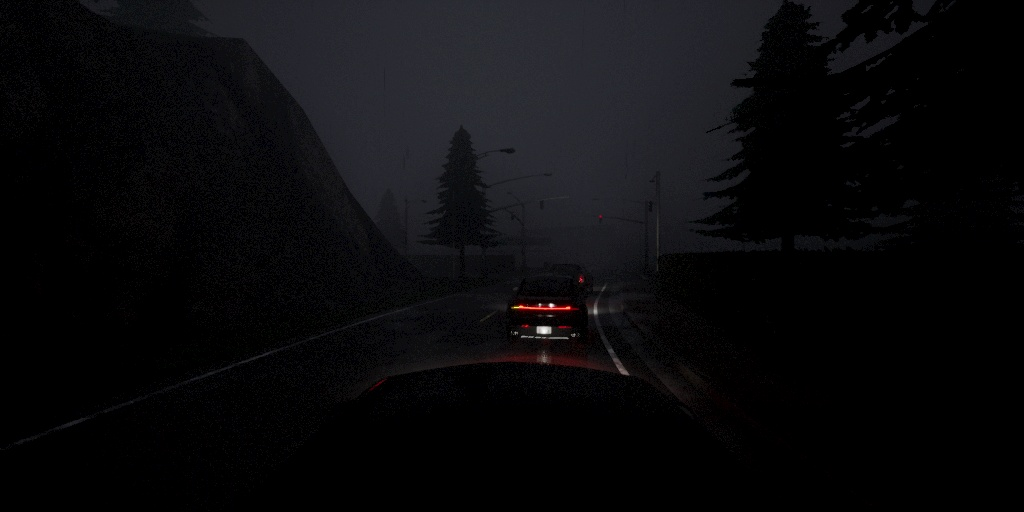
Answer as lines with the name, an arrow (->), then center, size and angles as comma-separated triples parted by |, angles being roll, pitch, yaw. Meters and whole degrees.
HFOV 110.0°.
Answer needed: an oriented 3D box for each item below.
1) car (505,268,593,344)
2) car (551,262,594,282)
car -> 1.018, 1.255, 9.661 | 1.837, 1.490, 4.892 | 0, 0, 9
car -> 3.017, 1.102, 18.583 | 2.097, 1.767, 4.553 | 0, 0, 17
